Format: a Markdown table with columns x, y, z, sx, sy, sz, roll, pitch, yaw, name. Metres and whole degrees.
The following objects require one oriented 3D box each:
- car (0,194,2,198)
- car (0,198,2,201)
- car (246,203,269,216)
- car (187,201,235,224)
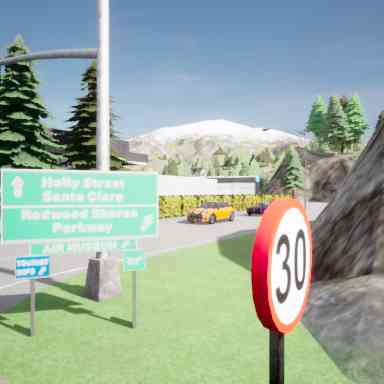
| x | y | z | sx | sy | sz | roll | pitch | yaw | name |
| --- | --- | --- | --- | --- | --- | --- | --- | --- | --- |
| -38.665 | 1.489 | 69.982 | 4.514 | 1.523 | 2.007 | 0 | 0 | 35 | car |
| -12.422 | 1.504 | 26.064 | 1.905 | 1.878 | 3.866 | 0 | 0 | 35 | car |
| 7.468 | 1.792 | 34.853 | 1.895 | 1.301 | 4.718 | 0 | 0 | 36 | car |
| 1.563 | 1.544 | 26.726 | 2.097 | 1.767 | 4.553 | 0 | 0 | 36 | car |
